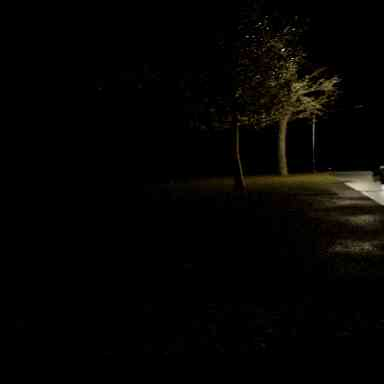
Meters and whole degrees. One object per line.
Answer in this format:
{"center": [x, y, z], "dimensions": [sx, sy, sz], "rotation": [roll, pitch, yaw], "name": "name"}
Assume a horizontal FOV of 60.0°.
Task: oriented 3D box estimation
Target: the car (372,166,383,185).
{"center": [16.238, -1.422, 27.412], "dimensions": [2.128, 1.511, 4.902], "rotation": [0, 5, 18], "name": "car"}
